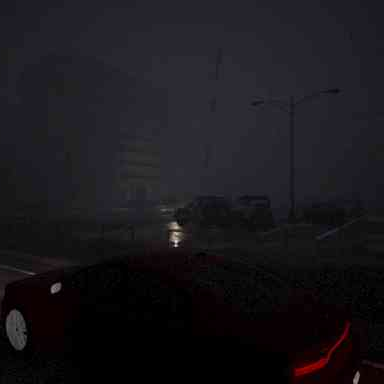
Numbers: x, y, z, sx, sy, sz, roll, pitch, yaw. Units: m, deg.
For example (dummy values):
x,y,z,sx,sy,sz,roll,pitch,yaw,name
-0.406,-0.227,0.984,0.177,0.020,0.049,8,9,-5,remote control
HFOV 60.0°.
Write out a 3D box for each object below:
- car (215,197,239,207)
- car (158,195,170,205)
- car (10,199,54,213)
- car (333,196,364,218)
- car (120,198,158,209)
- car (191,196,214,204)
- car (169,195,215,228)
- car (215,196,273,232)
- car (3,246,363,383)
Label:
x,y,z,sx,sy,sz,roll,pitch,yaw,name
5.599,1.526,52.815,1.812,1.442,4.674,0,0,34,car
-4.418,1.351,57.010,2.097,1.767,4.553,0,0,34,car
-17.782,1.526,37.113,1.812,1.442,4.674,0,0,34,car
15.288,1.395,32.049,1.970,1.475,3.806,0,0,34,car
-7.531,1.547,46.151,2.033,1.411,5.357,0,0,34,car
1.896,1.401,60.043,1.895,1.301,4.718,0,0,34,car
0.902,1.153,20.753,1.932,1.855,4.605,0,0,34,car
3.270,1.156,19.088,1.905,1.878,3.866,0,0,34,car
-0.565,1.478,4.390,5.008,1.535,1.882,0,0,35,car
